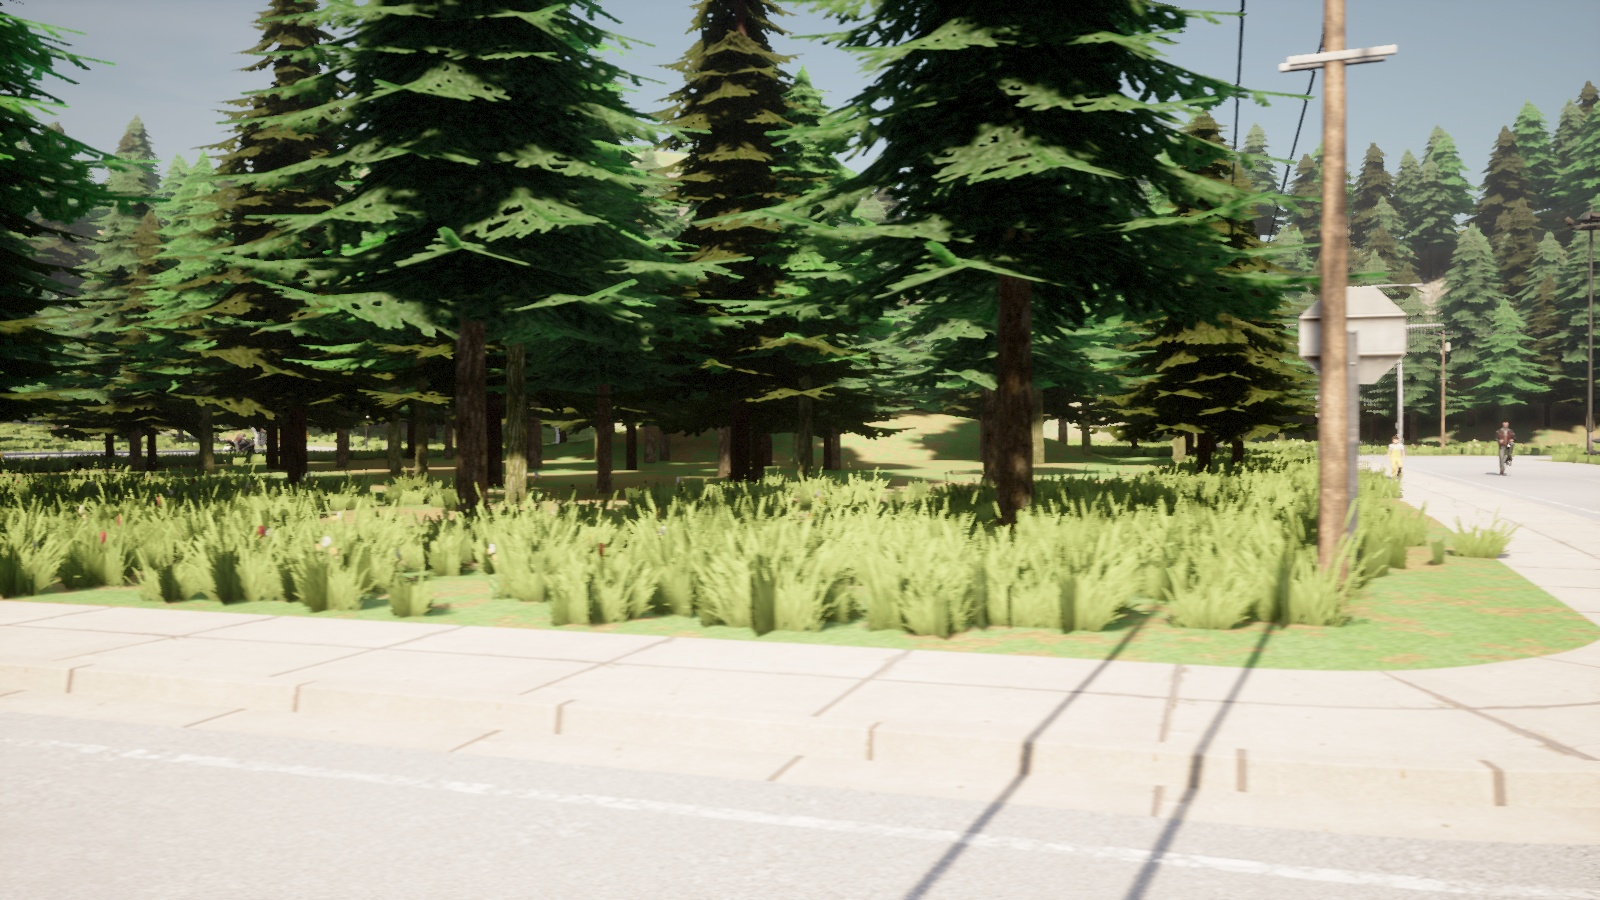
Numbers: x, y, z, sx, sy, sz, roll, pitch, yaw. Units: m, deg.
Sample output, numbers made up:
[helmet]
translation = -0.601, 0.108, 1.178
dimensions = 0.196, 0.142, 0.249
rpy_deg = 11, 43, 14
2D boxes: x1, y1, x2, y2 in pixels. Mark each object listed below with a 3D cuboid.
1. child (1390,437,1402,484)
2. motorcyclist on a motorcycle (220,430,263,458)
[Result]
[child]
translation = 16.163, 0.277, 34.042
dimensions = 0.270, 1.263, 0.437
rpy_deg = 1, 1, 27
[motorcyclist on a motorcycle]
translation = -30.936, -0.346, 69.572
dimensions = 0.866, 1.530, 2.191
rpy_deg = 1, 1, 20
